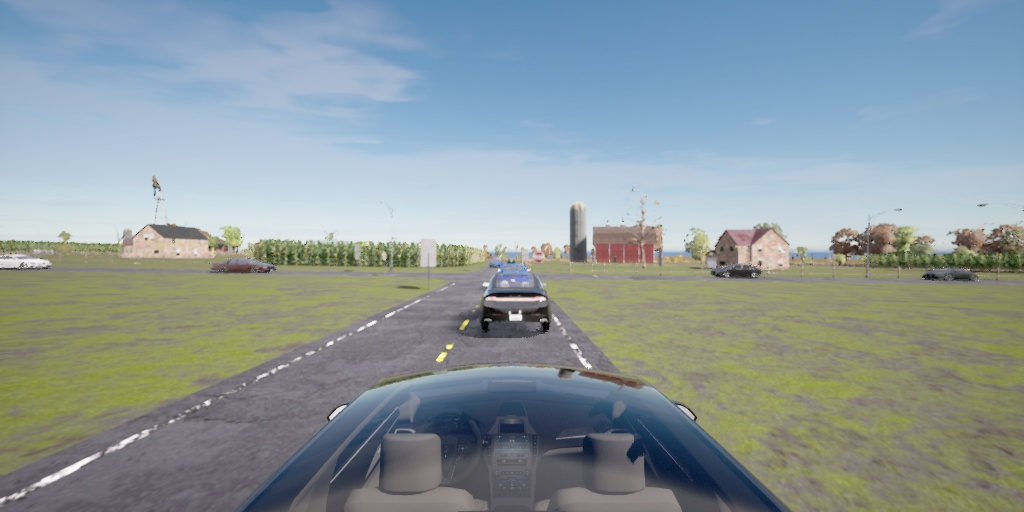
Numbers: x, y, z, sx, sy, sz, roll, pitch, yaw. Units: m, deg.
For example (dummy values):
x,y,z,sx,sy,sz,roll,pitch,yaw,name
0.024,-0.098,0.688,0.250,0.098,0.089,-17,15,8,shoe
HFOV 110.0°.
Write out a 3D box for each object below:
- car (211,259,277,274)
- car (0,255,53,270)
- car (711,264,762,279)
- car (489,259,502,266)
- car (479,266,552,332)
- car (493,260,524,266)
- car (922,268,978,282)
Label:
x,y,z,sx,sy,sz,roll,pitch,yaw,name
-26.053,0.952,34.886,5.357,1.411,2.033,1,1,0,car
-47.777,0.598,34.837,4.674,1.442,1.812,1,1,0,car
23.758,1.592,38.081,4.892,1.490,1.837,1,1,0,car
-2.892,1.254,61.208,1.882,1.535,5.008,0,0,1,car
0.090,1.238,10.896,2.128,1.511,4.902,0,0,0,car
0.110,1.223,22.221,1.882,1.535,5.008,0,0,1,car
46.485,1.954,38.119,4.181,1.385,1.994,1,1,0,car
